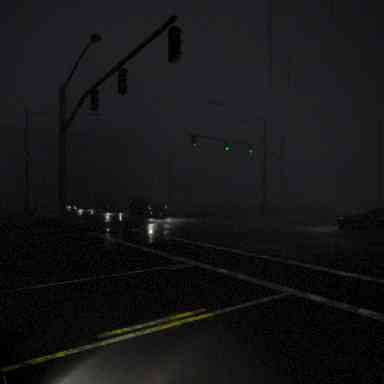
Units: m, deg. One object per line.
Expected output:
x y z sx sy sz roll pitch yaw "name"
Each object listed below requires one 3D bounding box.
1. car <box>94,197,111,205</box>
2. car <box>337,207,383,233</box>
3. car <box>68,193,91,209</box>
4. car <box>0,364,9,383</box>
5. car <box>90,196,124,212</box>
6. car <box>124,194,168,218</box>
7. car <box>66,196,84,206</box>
-16.561 1.601 61.544 1.895 1.301 4.718 0 0 0 "car"
10.021 1.491 17.371 1.812 1.442 4.674 0 0 -36 "car"
-15.559 1.221 46.656 2.150 2.045 5.566 0 0 -33 "car"
-3.632 1.547 1.216 5.357 1.411 2.033 0 0 -35 "car"
-9.818 1.526 38.474 1.812 1.442 4.674 0 0 -36 "car"
-4.036 1.352 30.468 2.097 1.767 4.553 0 0 -36 "car"
-19.597 1.492 56.043 2.128 1.511 4.902 0 0 -10 "car"
